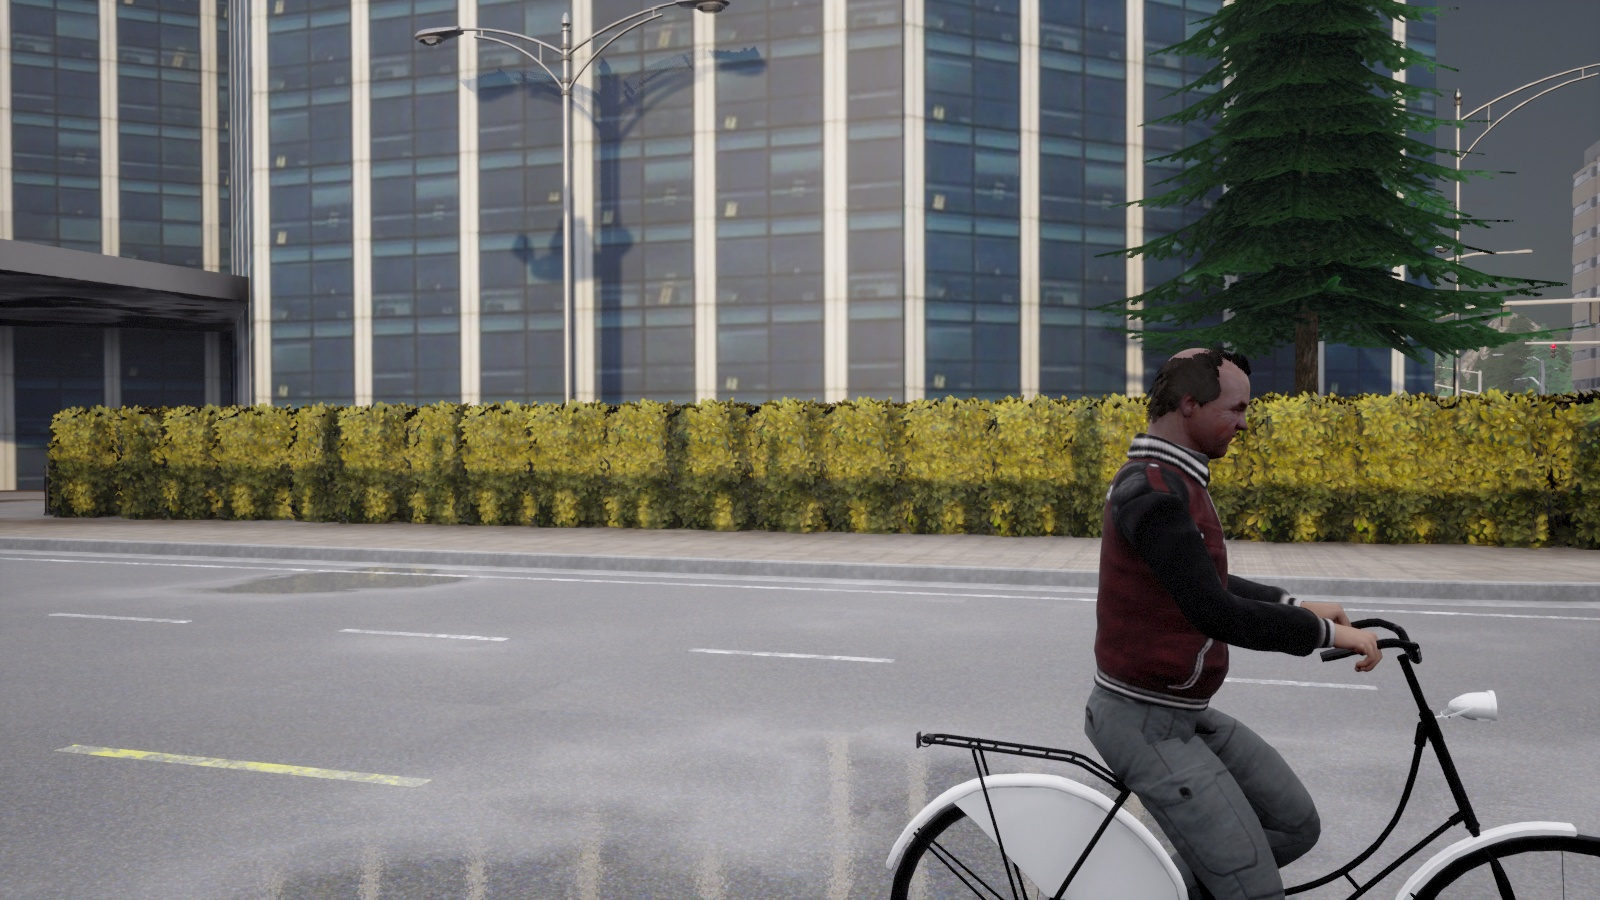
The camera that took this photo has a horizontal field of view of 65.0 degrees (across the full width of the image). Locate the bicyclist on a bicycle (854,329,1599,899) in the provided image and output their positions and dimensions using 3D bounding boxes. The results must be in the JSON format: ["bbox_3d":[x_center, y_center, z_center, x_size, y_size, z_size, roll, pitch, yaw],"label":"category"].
[{"bbox_3d":[1.099,0.656,2.832,1.843,1.776,0.659,0,1,18],"label":"bicyclist on a bicycle"}]
